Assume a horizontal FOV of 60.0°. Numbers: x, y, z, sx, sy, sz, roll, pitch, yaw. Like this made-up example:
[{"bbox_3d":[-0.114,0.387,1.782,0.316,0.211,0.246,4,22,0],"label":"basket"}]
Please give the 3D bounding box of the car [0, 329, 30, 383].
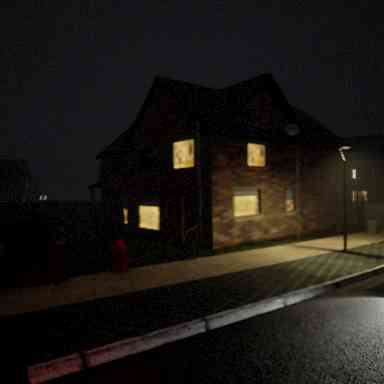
[{"bbox_3d":[-3.153,1.481,0.944,5.008,1.535,1.882,0,0,-35],"label":"car"}]
